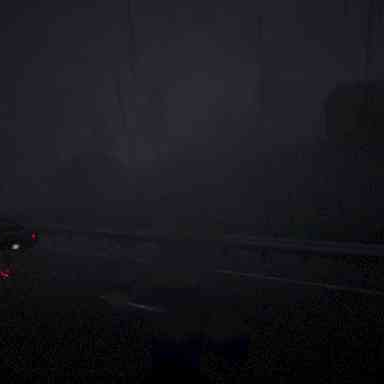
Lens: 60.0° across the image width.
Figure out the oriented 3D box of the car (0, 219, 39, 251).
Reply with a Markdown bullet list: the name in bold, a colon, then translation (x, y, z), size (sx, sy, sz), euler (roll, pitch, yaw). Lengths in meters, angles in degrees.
- **car**: translation (-8.418, 1.749, 13.469), size (4.718, 1.301, 1.895), euler (-1, 0, 31)
